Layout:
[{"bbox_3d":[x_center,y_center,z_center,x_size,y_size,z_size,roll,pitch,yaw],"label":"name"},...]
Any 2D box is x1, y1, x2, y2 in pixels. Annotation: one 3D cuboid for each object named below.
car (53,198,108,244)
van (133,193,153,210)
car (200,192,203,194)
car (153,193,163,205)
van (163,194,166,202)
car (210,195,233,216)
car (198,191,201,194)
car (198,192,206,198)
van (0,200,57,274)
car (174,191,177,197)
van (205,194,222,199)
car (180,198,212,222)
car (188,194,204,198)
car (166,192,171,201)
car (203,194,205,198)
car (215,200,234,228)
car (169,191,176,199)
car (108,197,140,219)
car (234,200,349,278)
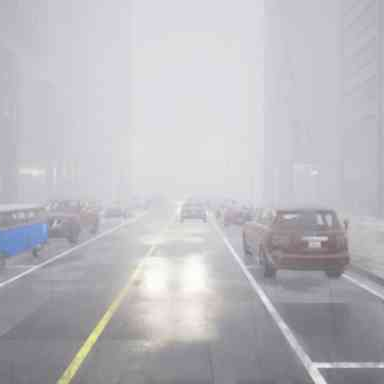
[{"bbox_3d":[-5.763,1.216,15.469,2.192,1.841,5.009,0,0,0],"label":"car"},{"bbox_3d":[-5.766,1.101,37.907,1.690,1.788,3.998,0,0,0],"label":"van"},{"bbox_3d":[2.757,1.146,60.524,1.752,1.417,4.829,0,0,0],"label":"car"},{"bbox_3d":[-5.767,1.130,49.126,1.967,1.590,4.097,0,0,0],"label":"car"},{"bbox_3d":[-5.767,0.997,54.735,1.690,1.788,3.998,0,0,0],"label":"van"},{"bbox_3d":[2.761,1.270,26.698,1.967,1.590,4.097,0,0,0],"label":"car"},{"bbox_3d":[2.754,1.054,82.789,2.008,1.369,4.403,0,0,0],"label":"car"},{"bbox_3d":[2.753,0.884,94.007,1.967,1.590,4.097,0,0,0],"label":"car"},{"bbox_3d":[-5.763,1.277,9.860,1.690,1.788,3.998,0,0,0],"label":"van"},{"bbox_3d":[-5.771,0.914,88.392,1.967,1.590,4.097,0,0,0],"label":"car"},{"bbox_3d":[2.760,1.101,37.916,1.690,1.788,3.998,0,0,0],"label":"van"},{"bbox_3d":[0.099,1.391,24.484,2.033,1.411,5.357,0,0,0],"label":"car"},{"bbox_3d":[0.096,1.304,41.178,1.994,1.385,4.181,0,0,0],"label":"car"},{"bbox_3d":[-5.769,1.117,65.784,1.752,1.417,4.829,0,0,0],"label":"car"},{"bbox_3d":[2.759,1.270,43.526,1.887,1.381,4.507,0,0,0],"label":"car"},{"bbox_3d":[2.761,1.410,21.090,1.887,1.381,4.507,0,0,0],"label":"car"},{"bbox_3d":[-5.771,1.069,82.782,1.947,1.339,4.313,0,0,0],"label":"car"},{"bbox_3d":[-5.764,1.381,26.689,2.008,1.369,4.403,0,0,0],"label":"car"},{"bbox_3d":[2.763,1.251,9.871,2.192,1.841,5.009,0,0,0],"label":"car"}]
